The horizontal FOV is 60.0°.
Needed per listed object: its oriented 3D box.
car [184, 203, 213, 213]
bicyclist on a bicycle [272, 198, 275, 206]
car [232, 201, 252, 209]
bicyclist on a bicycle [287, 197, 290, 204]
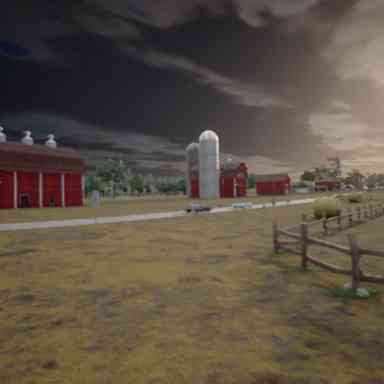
[{"bbox_3d":[0.973,2.270,48.147,2.033,1.411,5.357,-1,0,36],"label":"car"},{"bbox_3d":[17.114,2.044,69.642,0.582,1.620,1.656,-1,-1,35],"label":"bicyclist on a bicycle"},{"bbox_3d":[9.077,2.271,59.601,1.895,1.301,4.718,-1,0,35],"label":"car"},{"bbox_3d":[22.310,1.933,76.983,0.866,1.612,1.509,-1,0,35],"label":"bicyclist on a bicycle"}]
